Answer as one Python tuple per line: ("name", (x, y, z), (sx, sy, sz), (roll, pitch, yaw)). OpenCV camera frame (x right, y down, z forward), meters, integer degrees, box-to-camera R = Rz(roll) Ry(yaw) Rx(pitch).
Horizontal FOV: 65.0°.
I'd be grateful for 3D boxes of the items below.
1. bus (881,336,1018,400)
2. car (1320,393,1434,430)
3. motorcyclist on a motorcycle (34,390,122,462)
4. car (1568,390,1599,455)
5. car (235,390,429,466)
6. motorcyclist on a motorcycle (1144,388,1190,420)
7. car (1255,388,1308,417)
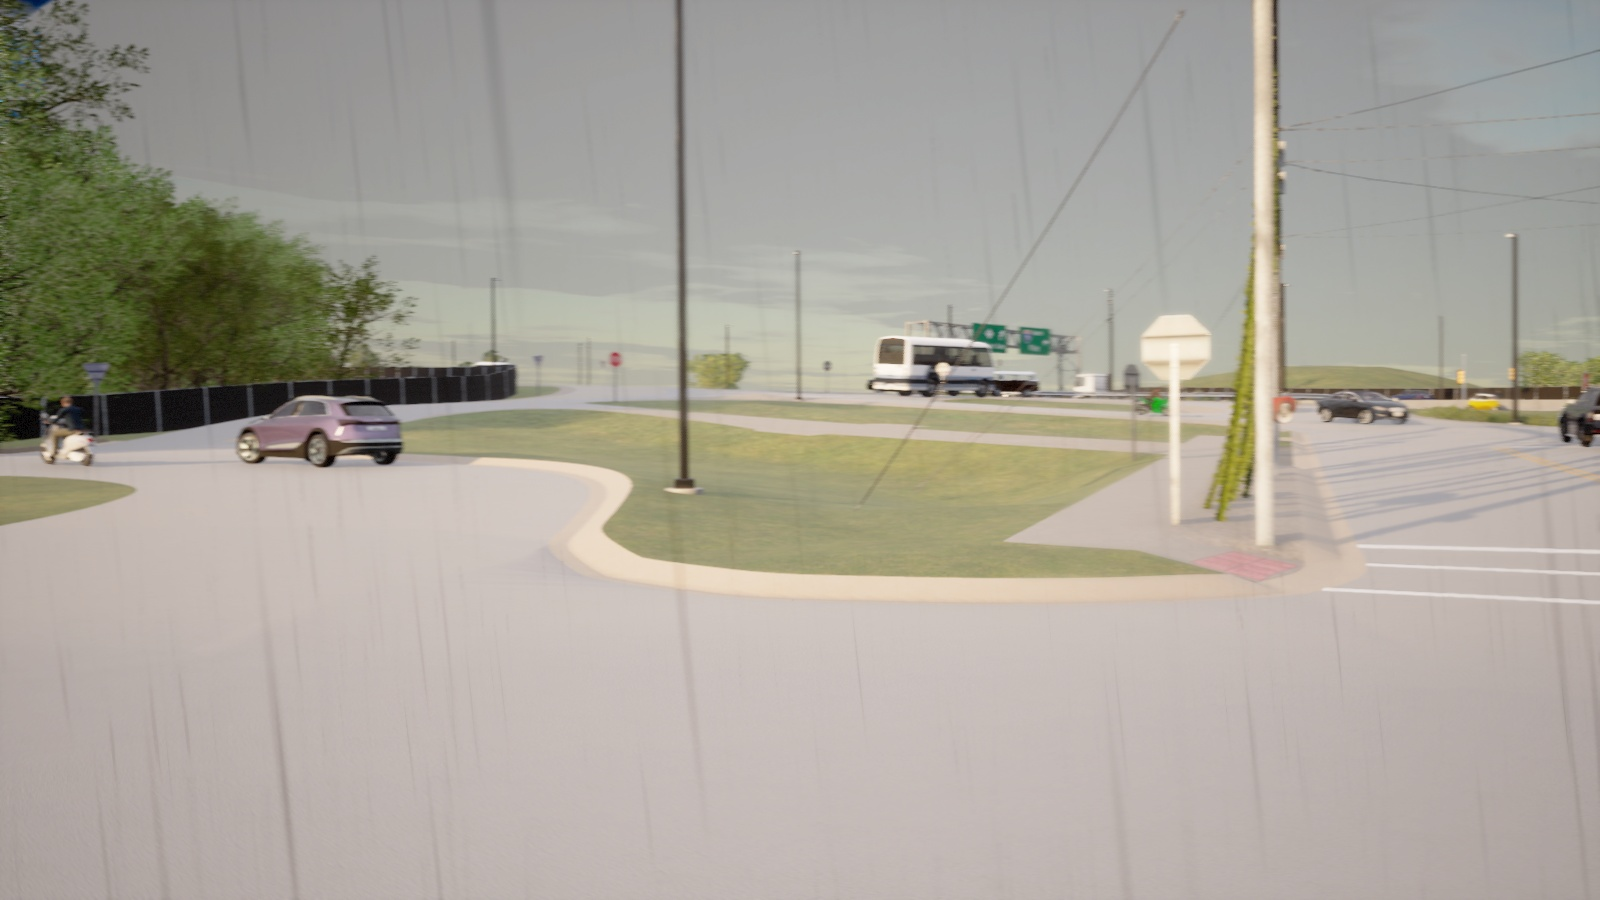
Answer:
("bus", (11.002, -5.922, 91.378), (10.273, 4.253, 3.944), (-2, 6, -42))
("car", (25.882, -1.759, 56.535), (2.128, 1.511, 4.902), (1, 3, -11))
("motorcyclist on a motorcycle", (-16.661, -0.569, 28.986), (1.817, 1.590, 0.866), (2, 4, 26))
("car", (24.806, -0.885, 38.002), (1.932, 1.855, 4.605), (0, 3, 22))
("car", (-11.172, -0.571, 29.820), (4.856, 1.649, 2.033), (2, 2, 37))
("motorcyclist on a motorcycle", (18.445, -2.303, 63.129), (0.797, 1.523, 2.044), (-1, 5, -44))
("car", (26.707, -2.647, 69.754), (1.970, 1.475, 3.806), (0, 4, 8))
